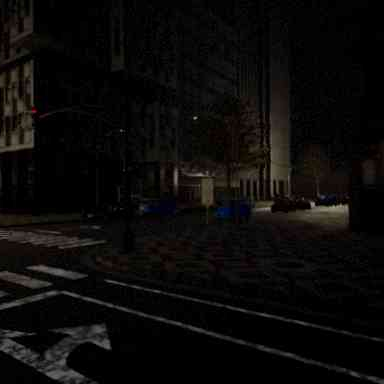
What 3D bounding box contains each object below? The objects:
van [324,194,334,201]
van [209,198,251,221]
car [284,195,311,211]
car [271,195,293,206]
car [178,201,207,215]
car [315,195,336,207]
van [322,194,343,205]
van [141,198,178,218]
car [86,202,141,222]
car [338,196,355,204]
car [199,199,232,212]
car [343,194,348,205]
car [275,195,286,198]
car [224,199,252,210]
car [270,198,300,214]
[{"bbox_3d":[35.952,1.404,87.157,1.690,1.788,3.998,-1,0,36],"label":"van"},{"bbox_3d":[3.433,1.416,27.487,1.690,1.788,3.998,-1,0,36],"label":"van"},{"bbox_3d":[13.293,1.483,41.159,1.967,1.590,4.097,-1,0,36],"label":"car"},{"bbox_3d":[16.235,1.426,59.814,2.192,1.841,5.009,-1,0,36],"label":"car"},{"bbox_3d":[-0.294,1.685,36.890,1.752,1.417,4.829,-1,0,36],"label":"car"},{"bbox_3d":[19.867,1.569,50.274,1.887,1.381,4.507,-1,0,36],"label":"car"},{"bbox_3d":[23.151,1.356,54.832,1.690,1.788,3.998,-1,0,36],"label":"van"},{"bbox_3d":[-3.482,1.512,32.472,1.690,1.788,3.998,-1,0,36],"label":"van"},{"bbox_3d":[-6.766,1.732,27.914,2.008,1.369,4.403,-1,0,36],"label":"car"},{"bbox_3d":[29.726,1.549,63.946,2.008,1.369,4.403,-1,0,36],"label":"car"},{"bbox_3d":[2.992,1.675,41.447,1.752,1.417,4.829,-1,0,36],"label":"car"},{"bbox_3d":[26.440,1.557,59.388,2.008,1.369,4.403,-1,0,36],"label":"car"},{"bbox_3d":[14.637,1.582,52.875,2.128,1.511,4.902,-1,0,36],"label":"car"},{"bbox_3d":[6.378,1.690,46.142,2.008,1.369,4.403,-1,0,36],"label":"car"},{"bbox_3d":[10.008,1.635,36.601,1.802,1.307,4.206,-1,0,36],"label":"car"}]
